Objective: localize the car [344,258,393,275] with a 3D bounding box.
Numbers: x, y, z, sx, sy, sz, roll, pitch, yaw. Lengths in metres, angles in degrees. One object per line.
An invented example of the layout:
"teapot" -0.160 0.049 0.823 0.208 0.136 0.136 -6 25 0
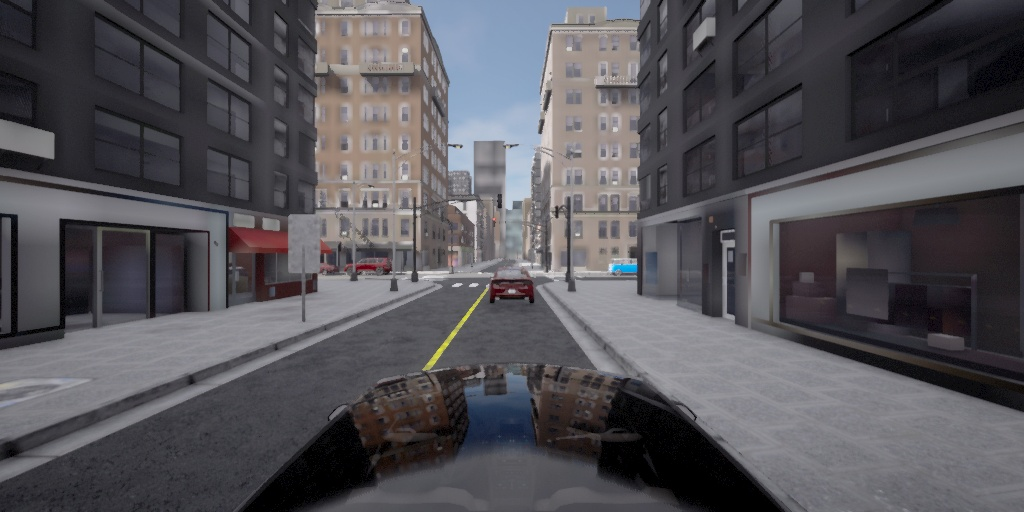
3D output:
"car" -14.894 1.077 37.666 5.009 1.841 2.192 0 0 0

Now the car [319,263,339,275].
"car" -20.417 1.339 37.702 4.207 1.307 1.802 0 0 0

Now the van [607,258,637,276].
"van" 12.053 1.126 37.488 3.998 1.789 1.690 0 0 0

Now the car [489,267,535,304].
"car" -0.001 1.239 16.501 1.882 1.535 5.008 0 0 0
